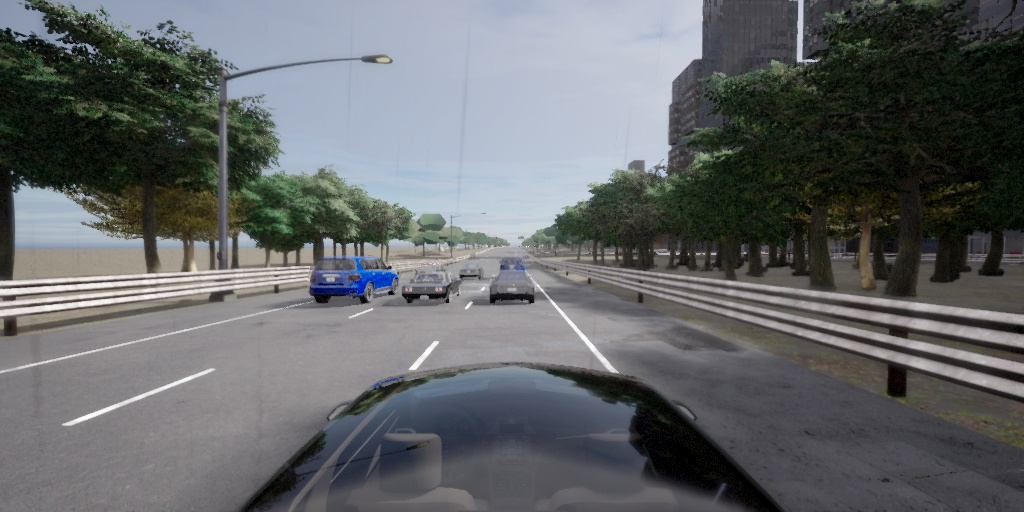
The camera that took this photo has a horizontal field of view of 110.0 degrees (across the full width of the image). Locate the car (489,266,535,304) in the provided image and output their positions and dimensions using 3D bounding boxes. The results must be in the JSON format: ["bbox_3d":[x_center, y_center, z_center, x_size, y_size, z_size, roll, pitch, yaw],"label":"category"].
[{"bbox_3d":[0.000,1.329,16.508,1.994,1.385,4.181,0,0,0],"label":"car"}]

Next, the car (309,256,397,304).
[{"bbox_3d":[-6.999,1.014,16.536,2.150,2.045,5.566,0,0,0],"label":"car"}]

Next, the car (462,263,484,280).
[{"bbox_3d":[-3.499,1.313,31.512,2.033,1.411,5.357,0,0,0],"label":"car"}]

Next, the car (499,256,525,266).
[{"bbox_3d":[0.001,1.007,31.540,2.150,2.045,5.566,0,0,0],"label":"car"}]

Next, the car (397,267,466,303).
[{"bbox_3d":[-3.499,1.373,16.537,1.895,1.301,4.718,0,0,0],"label":"car"}]

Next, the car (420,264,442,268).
[{"bbox_3d":[-6.999,1.366,31.542,1.895,1.301,4.718,0,0,0],"label":"car"}]
